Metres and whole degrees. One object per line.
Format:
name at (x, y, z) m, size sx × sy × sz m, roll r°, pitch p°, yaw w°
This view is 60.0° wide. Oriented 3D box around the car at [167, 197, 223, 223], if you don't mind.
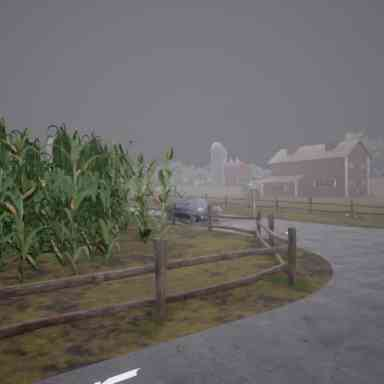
car at (0.143, 1.138, 23.528) m, size 2.097 × 1.767 × 4.553 m, roll -2°, pitch 2°, yaw -35°
